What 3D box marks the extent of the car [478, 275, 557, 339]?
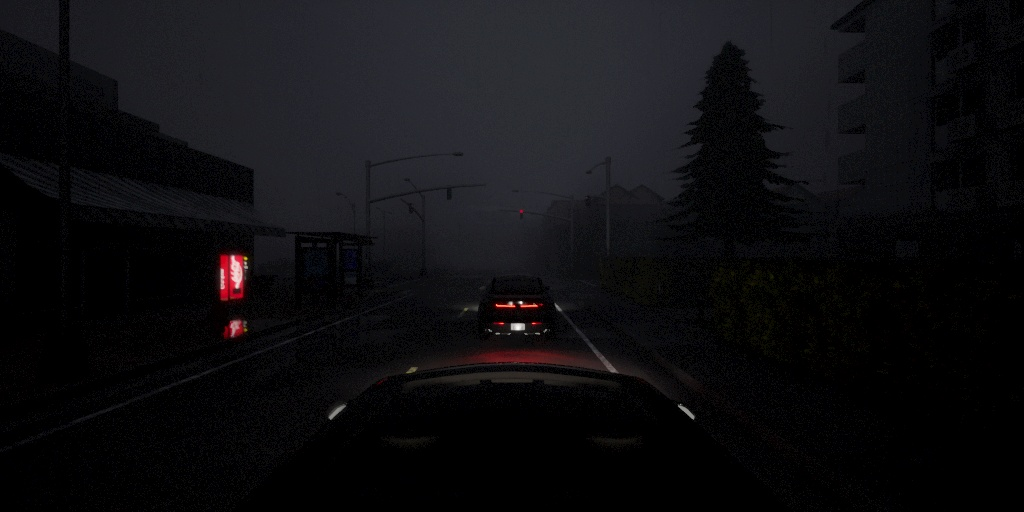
[{"bbox_3d":[0.118,1.255,10.038,1.837,1.490,4.892,0,0,0],"label":"car"}]
